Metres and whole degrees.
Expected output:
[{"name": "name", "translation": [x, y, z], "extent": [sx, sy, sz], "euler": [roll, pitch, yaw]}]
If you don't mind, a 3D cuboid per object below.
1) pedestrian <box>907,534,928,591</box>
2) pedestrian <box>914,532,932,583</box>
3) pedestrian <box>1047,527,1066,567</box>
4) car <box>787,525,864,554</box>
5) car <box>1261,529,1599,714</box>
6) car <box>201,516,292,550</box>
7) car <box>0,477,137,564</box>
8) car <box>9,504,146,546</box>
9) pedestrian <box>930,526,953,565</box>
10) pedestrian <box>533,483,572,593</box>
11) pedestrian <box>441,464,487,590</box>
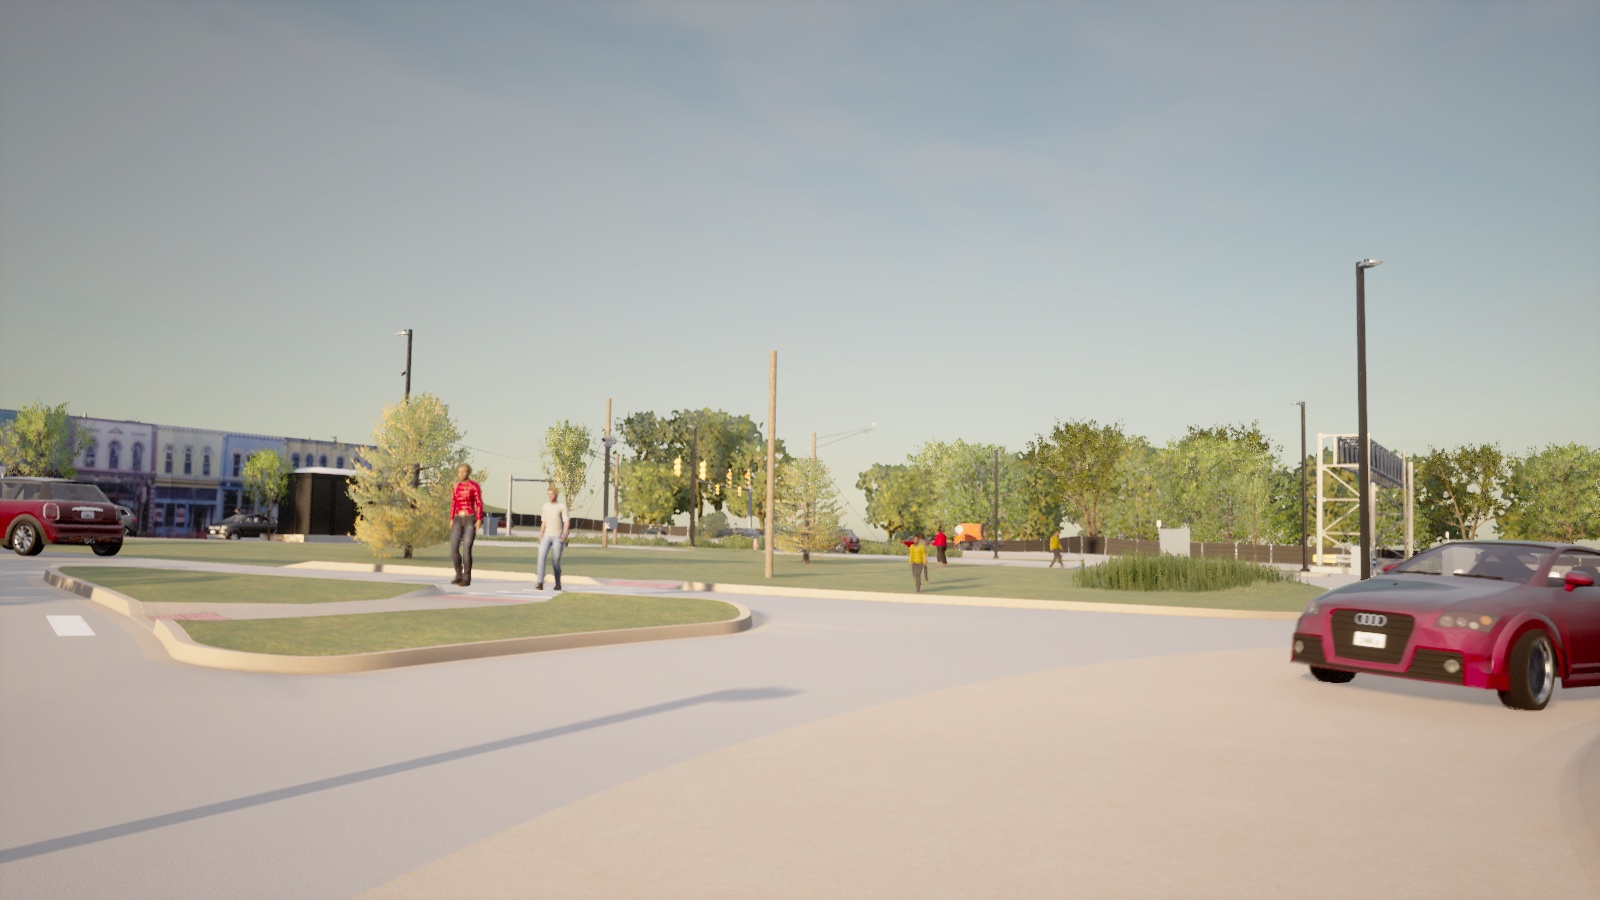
[{"name": "pedestrian", "translation": [3.841, 3.661, 40.875], "extent": [0.431, 1.840, 0.709], "euler": [-2, -5, 29]}, {"name": "pedestrian", "translation": [4.411, 3.834, 44.986], "extent": [0.328, 1.805, 0.869], "euler": [-2, -5, 28]}, {"name": "pedestrian", "translation": [11.798, 4.467, 57.715], "extent": [0.431, 1.840, 0.709], "euler": [5, -6, -44]}, {"name": "car", "translation": [1.644, 5.826, 81.821], "extent": [4.553, 1.767, 2.097], "euler": [-1, -5, 30]}, {"name": "car", "translation": [6.508, 1.475, 11.648], "extent": [4.181, 1.385, 1.994], "euler": [3, -3, -31]}, {"name": "car", "translation": [-27.424, 4.142, 62.331], "extent": [1.789, 1.549, 3.705], "euler": [-2, -6, 31]}, {"name": "car", "translation": [-17.203, 1.516, 27.680], "extent": [4.553, 1.767, 2.097], "euler": [1, -4, 23]}, {"name": "car", "translation": [-31.712, 3.334, 55.243], "extent": [2.242, 1.667, 4.611], "euler": [-2, -6, 31]}, {"name": "pedestrian", "translation": [6.709, 4.534, 59.648], "extent": [0.634, 1.844, 0.899], "euler": [4, -6, -41]}, {"name": "pedestrian", "translation": [-4.219, 1.496, 21.436], "extent": [0.354, 1.836, 0.706], "euler": [-1, -5, 14]}, {"name": "pedestrian", "translation": [-4.996, 1.147, 18.700], "extent": [0.331, 1.846, 0.636], "euler": [-1, -5, 14]}]
